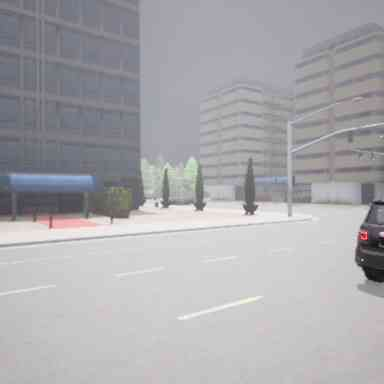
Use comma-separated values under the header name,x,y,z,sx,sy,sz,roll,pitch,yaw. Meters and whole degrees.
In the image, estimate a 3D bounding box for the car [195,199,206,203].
name,x,y,z,sx,sy,sz,roll,pitch,yaw
car,0.302,1.375,54.996,2.128,1.511,4.902,0,0,-35

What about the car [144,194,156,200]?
name,x,y,z,sx,sy,sz,roll,pitch,yaw
car,-9.085,1.101,68.576,1.837,1.490,4.892,0,0,-35

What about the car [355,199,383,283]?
name,x,y,z,sx,sy,sz,roll,pitch,yaw
car,6.381,1.178,8.368,5.566,2.045,2.150,1,-1,-35

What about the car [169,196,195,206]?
name,x,y,z,sx,sy,sz,roll,pitch,yaw
car,-1.978,1.460,52.133,1.994,1.385,4.181,0,0,-35
